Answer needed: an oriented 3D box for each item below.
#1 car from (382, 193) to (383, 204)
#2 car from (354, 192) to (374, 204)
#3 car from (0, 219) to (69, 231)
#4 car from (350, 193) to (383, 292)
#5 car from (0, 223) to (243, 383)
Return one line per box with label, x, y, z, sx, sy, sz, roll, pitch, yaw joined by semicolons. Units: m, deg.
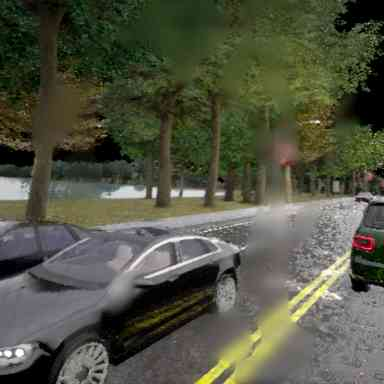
car;27.828;0.940;46.407;1.837;1.490;4.892;2;1;35
car;24.529;0.822;47.362;1.882;1.535;5.008;2;1;35
car;-3.644;1.298;6.761;2.033;1.411;5.357;2;2;35
car;5.258;1.104;7.834;2.150;2.045;5.566;2;2;35
car;-0.940;1.336;4.954;2.128;1.511;4.902;2;2;35
